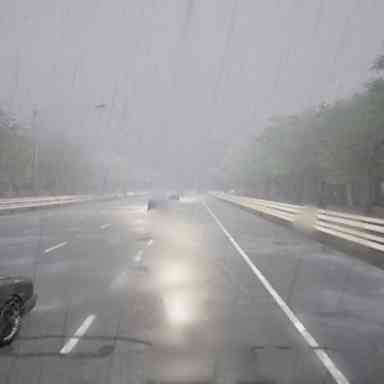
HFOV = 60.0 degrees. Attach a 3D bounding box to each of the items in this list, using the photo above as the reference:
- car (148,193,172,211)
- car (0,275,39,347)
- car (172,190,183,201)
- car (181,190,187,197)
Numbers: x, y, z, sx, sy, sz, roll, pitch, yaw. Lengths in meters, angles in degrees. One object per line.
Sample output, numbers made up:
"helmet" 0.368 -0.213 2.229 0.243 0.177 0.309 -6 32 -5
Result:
"car" -3.446 1.142 34.638 1.882 1.535 5.008 0 1 0
"car" -3.500 1.514 3.129 2.033 1.411 5.357 0 1 0
"car" -3.317 0.900 63.783 1.837 1.490 4.892 0 1 0
"car" -3.201 0.385 87.919 2.150 2.045 5.566 0 1 0
